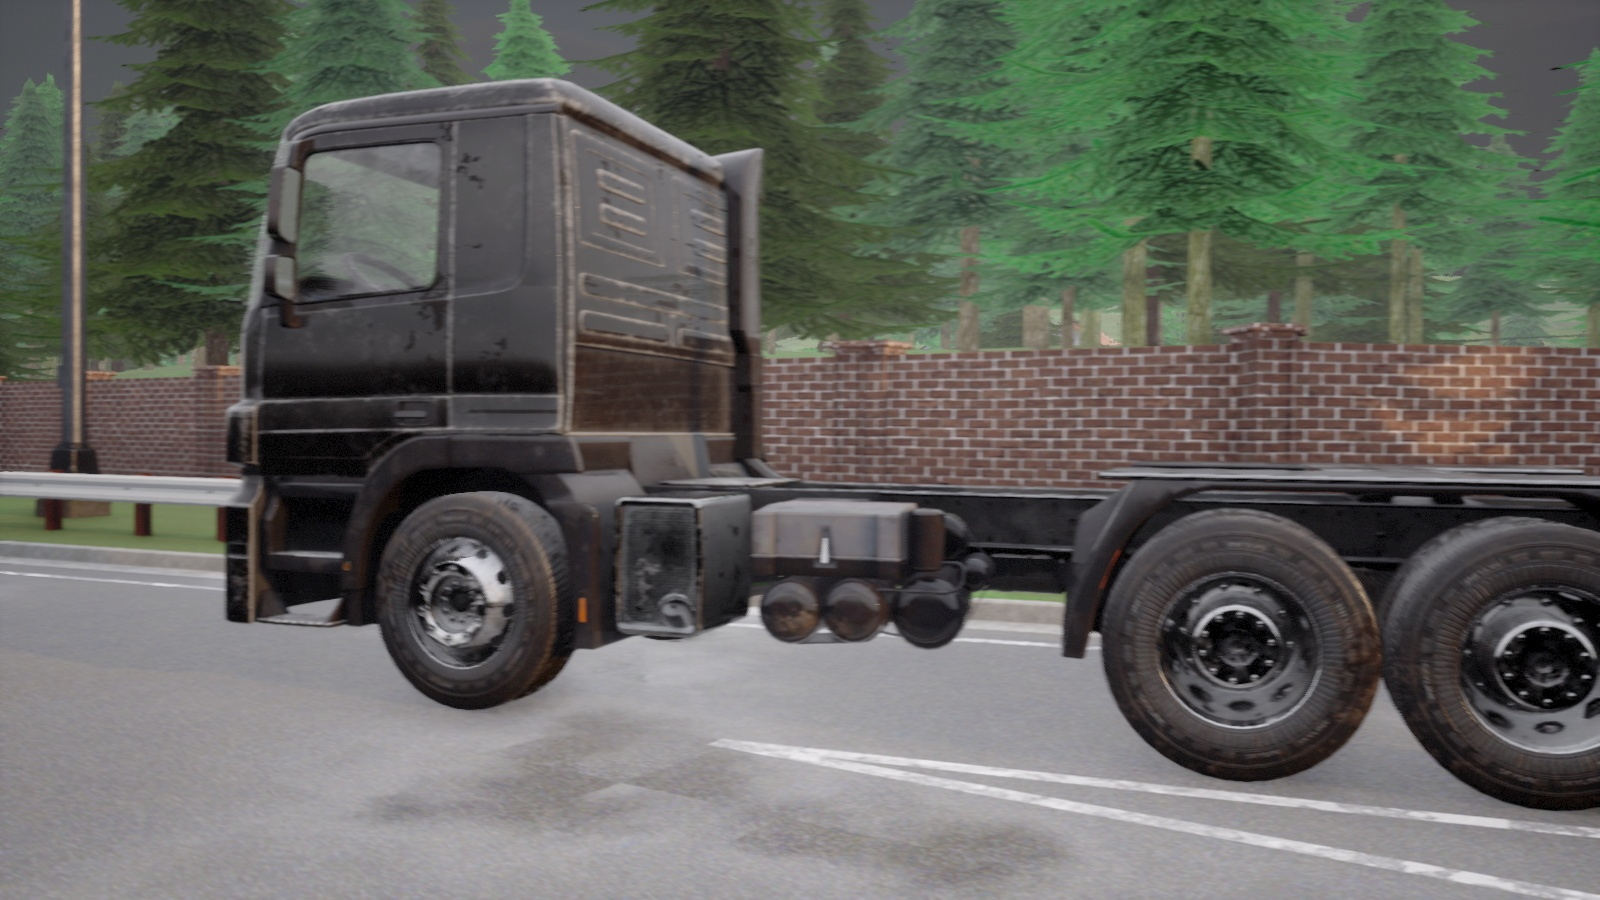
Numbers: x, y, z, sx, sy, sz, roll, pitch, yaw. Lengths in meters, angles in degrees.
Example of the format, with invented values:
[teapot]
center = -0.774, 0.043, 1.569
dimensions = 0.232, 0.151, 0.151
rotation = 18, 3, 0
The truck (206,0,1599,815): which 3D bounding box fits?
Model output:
[truck]
center = 0.987, -0.354, 6.980
dimensions = 7.936, 3.462, 2.891
rotation = 0, 1, 19
